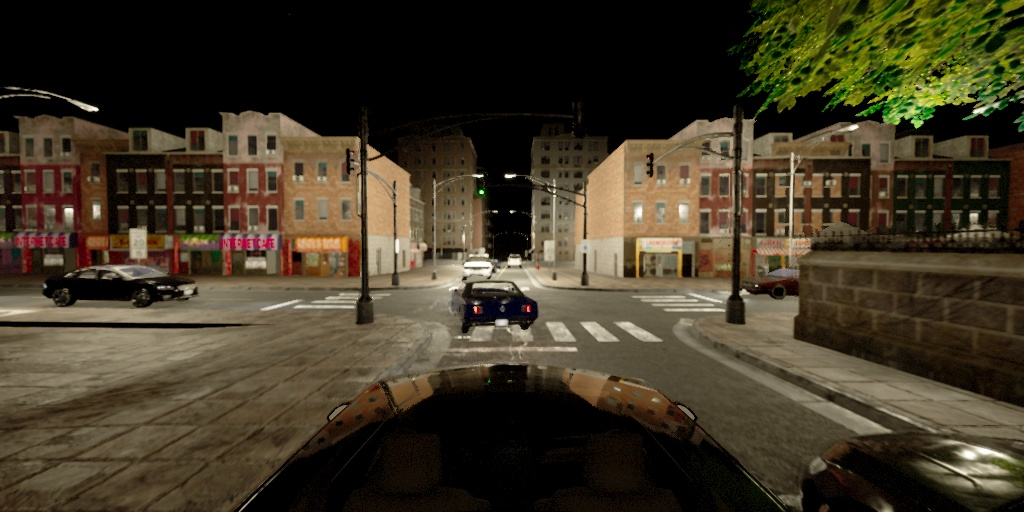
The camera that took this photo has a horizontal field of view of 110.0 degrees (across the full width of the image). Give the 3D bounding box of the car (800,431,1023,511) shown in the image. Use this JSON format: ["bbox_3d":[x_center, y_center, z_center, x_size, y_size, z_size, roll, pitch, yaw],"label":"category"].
[{"bbox_3d":[2.664,1.305,0.472,2.007,1.370,4.403,0,0,0],"label":"car"}]

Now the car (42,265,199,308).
[{"bbox_3d":[-15.018,1.119,13.941,4.902,1.511,2.128,1,1,0],"label":"car"}]

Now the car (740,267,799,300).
[{"bbox_3d":[13.538,1.229,16.809,5.357,1.411,2.033,0,1,0],"label":"car"}]

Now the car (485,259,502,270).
[{"bbox_3d":[-2.537,1.178,49.867,1.994,1.385,4.181,0,0,1],"label":"car"}]

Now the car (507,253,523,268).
[{"bbox_3d":[0.429,0.824,54.942,2.150,2.045,5.566,0,0,1],"label":"car"}]

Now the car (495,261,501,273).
[{"bbox_3d":[-2.642,1.185,39.944,2.033,1.411,5.357,0,0,1],"label":"car"}]

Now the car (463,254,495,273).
[{"bbox_3d":[-2.766,0.885,29.514,2.150,2.045,5.566,0,0,-2],"label":"car"}]

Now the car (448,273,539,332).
[{"bbox_3d":[-0.786,1.352,10.832,1.895,1.301,4.718,0,-1,-14],"label":"car"}]
